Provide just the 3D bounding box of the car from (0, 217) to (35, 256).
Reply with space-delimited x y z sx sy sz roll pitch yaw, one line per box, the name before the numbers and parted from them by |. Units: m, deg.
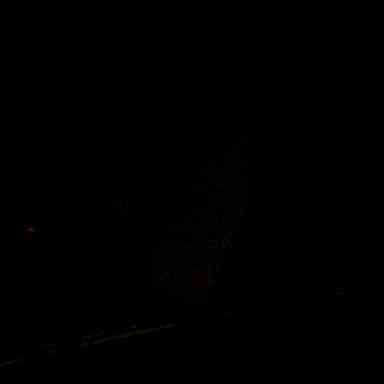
car | -7.566 1.442 11.146 4.181 1.385 1.994 0 0 -33
